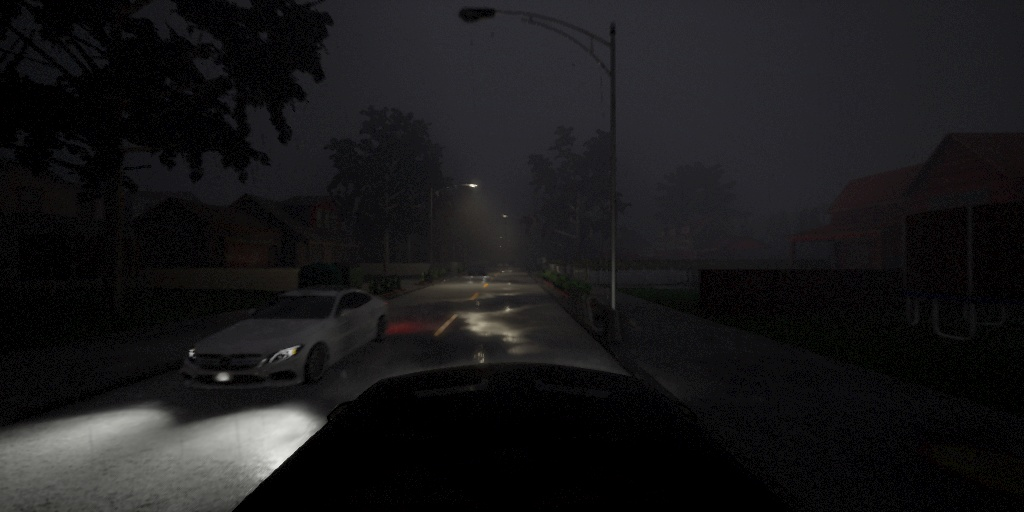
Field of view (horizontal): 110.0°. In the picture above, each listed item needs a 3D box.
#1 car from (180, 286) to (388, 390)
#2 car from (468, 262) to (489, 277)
[{"bbox_3d":[-3.977,1.379,7.265,1.812,1.442,4.674,0,0,0],"label":"car"},{"bbox_3d":[-4.003,1.688,42.042,1.812,1.442,4.674,0,0,0],"label":"car"}]
